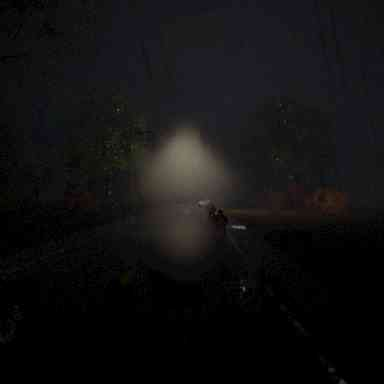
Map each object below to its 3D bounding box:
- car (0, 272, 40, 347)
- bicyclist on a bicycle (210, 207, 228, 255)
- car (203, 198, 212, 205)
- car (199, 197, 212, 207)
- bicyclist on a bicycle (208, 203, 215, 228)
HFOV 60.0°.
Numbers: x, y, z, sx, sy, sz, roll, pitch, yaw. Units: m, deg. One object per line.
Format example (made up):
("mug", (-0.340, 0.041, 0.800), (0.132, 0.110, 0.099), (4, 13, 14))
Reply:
("car", (-3.594, 1.611, 3.588), (1.895, 1.301, 4.718), (0, 0, 0))
("bicyclist on a bicycle", (1.091, 1.496, 12.602), (0.582, 1.620, 1.656), (0, 0, 1))
("car", (3.479, 2.042, 73.548), (1.895, 1.301, 4.718), (0, -1, 6))
("car", (2.209, 1.913, 56.889), (1.895, 1.301, 4.718), (0, 0, 4))
("bicyclist on a bicycle", (1.296, 1.536, 21.739), (0.582, 1.620, 1.656), (0, -1, 2))
